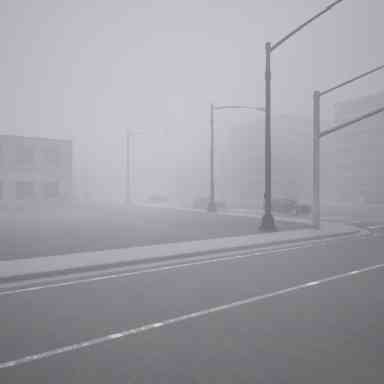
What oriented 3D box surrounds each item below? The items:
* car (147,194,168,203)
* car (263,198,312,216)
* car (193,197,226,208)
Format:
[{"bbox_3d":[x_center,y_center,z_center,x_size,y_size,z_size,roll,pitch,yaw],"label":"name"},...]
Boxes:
[{"bbox_3d":[-5.483,1.006,53.213,1.994,1.385,4.181,0,1,-34],"label":"car"},{"bbox_3d":[9.068,1.345,31.985,1.882,1.535,5.008,0,1,-35],"label":"car"},{"bbox_3d":[2.193,1.284,41.980,1.895,1.301,4.718,0,1,-34],"label":"car"}]
